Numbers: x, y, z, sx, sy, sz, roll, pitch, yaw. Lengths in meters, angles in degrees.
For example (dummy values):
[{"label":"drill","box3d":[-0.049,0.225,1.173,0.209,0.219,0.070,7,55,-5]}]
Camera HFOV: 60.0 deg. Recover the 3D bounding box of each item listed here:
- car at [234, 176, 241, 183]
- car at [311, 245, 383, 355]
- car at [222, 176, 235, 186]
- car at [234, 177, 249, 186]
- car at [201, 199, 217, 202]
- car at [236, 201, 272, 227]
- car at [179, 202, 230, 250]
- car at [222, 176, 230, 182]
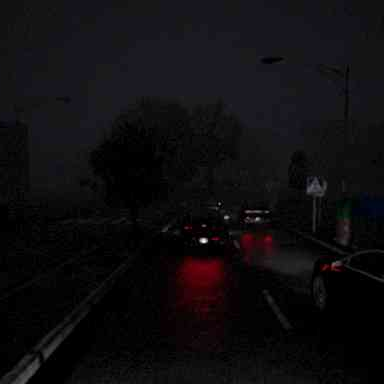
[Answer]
[{"label":"car","box3d":[12.010,-3.337,88.100,1.882,1.535,5.008,1,6,7]},{"label":"car","box3d":[3.199,1.459,4.545,2.128,1.511,4.902,0,0,1]},{"label":"car","box3d":[8.438,-2.496,76.948,2.150,2.045,5.566,0,5,1]},{"label":"car","box3d":[11.446,-2.133,76.259,1.812,1.442,4.674,0,5,1]},{"label":"car","box3d":[1.519,1.310,29.530,2.033,1.411,5.357,0,1,4]},{"label":"car","box3d":[3.965,1.355,21.738,2.128,1.511,4.902,0,0,4]},{"label":"car","box3d":[0.508,1.402,13.862,1.837,1.490,4.892,0,1,3]},{"label":"car","box3d":[9.297,-3.518,90.390,1.837,1.490,4.892,1,6,10]}]
